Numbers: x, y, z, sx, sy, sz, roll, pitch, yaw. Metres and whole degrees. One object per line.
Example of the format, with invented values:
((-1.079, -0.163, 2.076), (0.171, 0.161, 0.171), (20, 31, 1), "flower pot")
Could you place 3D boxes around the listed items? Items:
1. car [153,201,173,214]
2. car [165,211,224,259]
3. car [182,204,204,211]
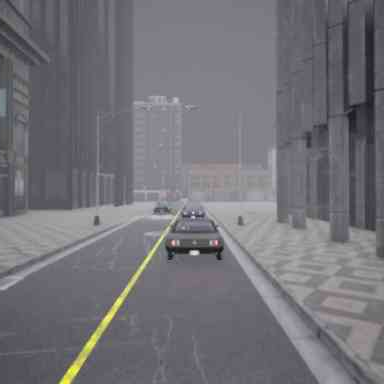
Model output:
((-3.102, 1.708, 36.426), (1.895, 1.301, 4.718), (0, 0, 0), "car")
((0.089, 1.633, 12.684), (1.895, 1.301, 4.718), (0, 0, 0), "car")
((0.087, 1.676, 27.883), (1.895, 1.301, 4.718), (0, 0, 0), "car")
